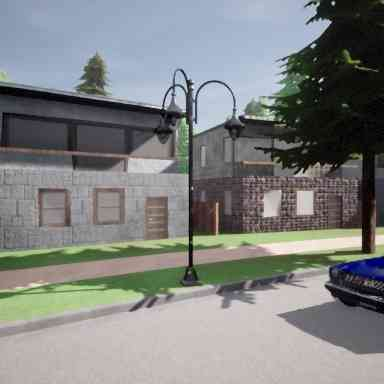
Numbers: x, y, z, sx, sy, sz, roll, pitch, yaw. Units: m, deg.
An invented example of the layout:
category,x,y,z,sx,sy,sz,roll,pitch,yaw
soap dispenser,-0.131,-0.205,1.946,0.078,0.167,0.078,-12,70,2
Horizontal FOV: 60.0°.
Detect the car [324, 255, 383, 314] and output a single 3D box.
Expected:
category,x,y,z,sx,sy,sz,roll,pitch,yaw
car,4.894,1.600,6.540,4.718,1.301,1.895,0,0,-27
